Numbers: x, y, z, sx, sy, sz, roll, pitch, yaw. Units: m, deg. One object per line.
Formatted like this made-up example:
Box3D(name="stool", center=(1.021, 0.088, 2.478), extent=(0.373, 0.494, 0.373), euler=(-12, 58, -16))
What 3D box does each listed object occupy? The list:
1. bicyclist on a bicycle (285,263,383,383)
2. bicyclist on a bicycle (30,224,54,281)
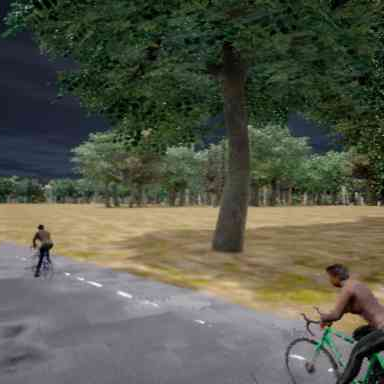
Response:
Box3D(name="bicyclist on a bicycle", center=(1.753, 1.635, 3.643), extent=(0.582, 1.620, 1.656), euler=(3, -3, -44))
Box3D(name="bicyclist on a bicycle", center=(-4.542, 1.809, 10.077), extent=(0.582, 1.620, 1.656), euler=(3, -4, -45))
